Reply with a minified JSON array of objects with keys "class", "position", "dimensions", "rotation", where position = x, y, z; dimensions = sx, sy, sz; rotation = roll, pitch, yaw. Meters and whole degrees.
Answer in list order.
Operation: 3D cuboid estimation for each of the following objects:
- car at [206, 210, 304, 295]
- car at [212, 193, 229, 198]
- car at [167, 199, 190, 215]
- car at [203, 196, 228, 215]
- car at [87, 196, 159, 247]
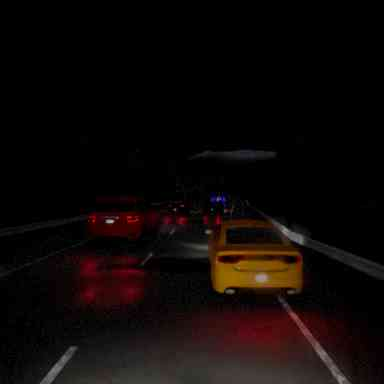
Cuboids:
[{"class":"car","position":[1.392,1.458,8.697],"dimensions":[1.882,1.535,5.008],"rotation":[0,0,2]},{"class":"car","position":[3.669,1.119,44.328],"dimensions":[2.150,2.045,5.566],"rotation":[0,0,8]},{"class":"car","position":[-1.281,1.452,32.984],"dimensions":[1.812,1.442,4.674],"rotation":[0,0,7]},{"class":"car","position":[2.176,1.416,32.919],"dimensions":[2.128,1.511,4.902],"rotation":[0,0,8]},{"class":"car","position":[-2.896,1.187,15.067],"dimensions":[2.150,2.045,5.566],"rotation":[0,0,3]}]
